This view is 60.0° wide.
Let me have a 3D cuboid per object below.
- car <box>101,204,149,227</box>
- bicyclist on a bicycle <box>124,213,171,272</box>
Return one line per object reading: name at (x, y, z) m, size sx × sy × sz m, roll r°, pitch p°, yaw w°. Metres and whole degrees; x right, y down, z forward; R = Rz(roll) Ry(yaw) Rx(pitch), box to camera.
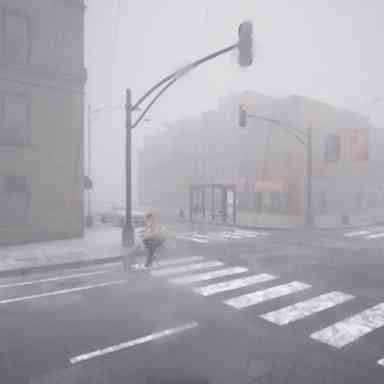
car at (-4.703, 1.533, 22.817) m, size 1.812 × 1.442 × 4.674 m, roll 0°, pitch 0°, yaw -38°
bicyclist on a bicycle at (-1.240, 1.421, 9.494) m, size 1.509 × 1.612 × 0.866 m, roll 0°, pitch 0°, yaw -36°
